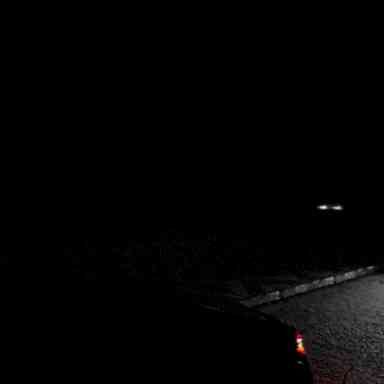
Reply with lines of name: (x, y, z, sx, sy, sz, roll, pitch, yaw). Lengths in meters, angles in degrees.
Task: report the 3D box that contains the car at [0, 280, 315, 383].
car: (-0.891, 1.564, 2.743, 4.181, 1.385, 1.994, 0, 0, -36)
